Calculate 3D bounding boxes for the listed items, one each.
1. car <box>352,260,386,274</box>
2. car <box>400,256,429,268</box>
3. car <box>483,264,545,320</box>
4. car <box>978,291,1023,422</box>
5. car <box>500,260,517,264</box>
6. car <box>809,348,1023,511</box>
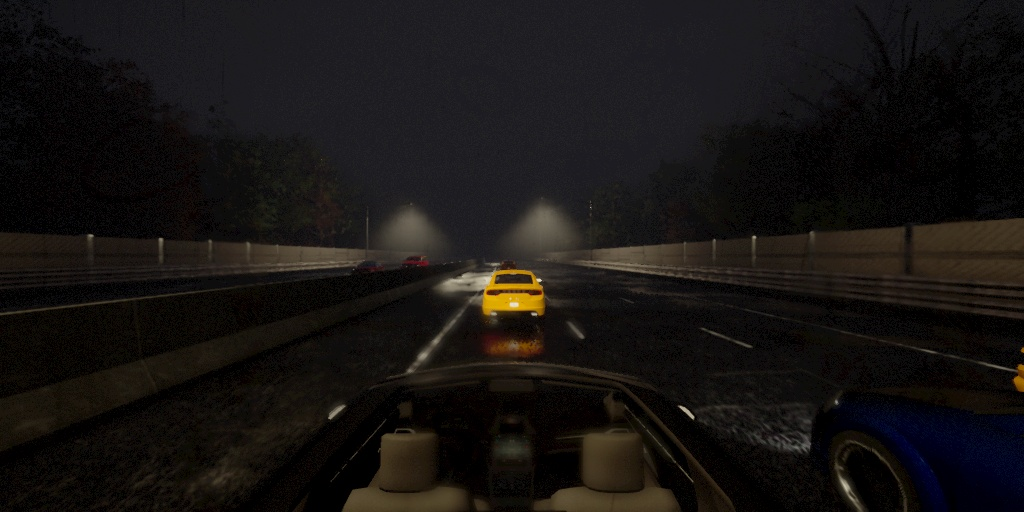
[{"bbox_3d":[-14.462,1.362,36.446,1.895,1.301,4.718,0,0,-1],"label":"car"},{"bbox_3d":[-11.060,0.984,41.153,2.150,2.045,5.566,0,0,-1],"label":"car"},{"bbox_3d":[0.051,1.232,12.679,1.882,1.535,5.008,0,0,0],"label":"car"},{"bbox_3d":[7.092,1.226,2.232,1.882,1.535,5.008,0,0,0],"label":"car"},{"bbox_3d":[-0.424,1.243,43.516,1.882,1.535,5.008,0,0,-1],"label":"car"},{"bbox_3d":[3.591,1.313,1.381,1.994,1.385,4.181,0,0,0],"label":"car"}]
